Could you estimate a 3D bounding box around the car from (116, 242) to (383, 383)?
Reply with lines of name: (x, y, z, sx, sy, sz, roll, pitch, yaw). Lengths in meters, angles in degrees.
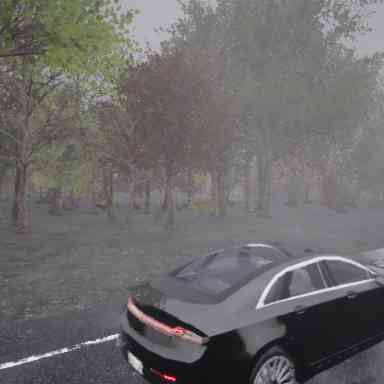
car: (1.402, 1.492, 4.741, 4.902, 1.511, 2.128, 0, 0, -35)
